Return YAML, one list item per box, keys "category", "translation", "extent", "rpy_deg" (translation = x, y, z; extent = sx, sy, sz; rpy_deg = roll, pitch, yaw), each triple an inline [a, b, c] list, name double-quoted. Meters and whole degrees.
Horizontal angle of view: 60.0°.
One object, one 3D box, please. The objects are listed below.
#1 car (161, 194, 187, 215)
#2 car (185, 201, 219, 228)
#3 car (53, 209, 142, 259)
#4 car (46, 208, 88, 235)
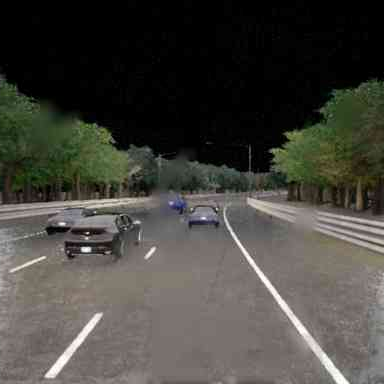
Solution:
- category: "car"
  translation: [-1.776, 1.247, 34.878]
  extent: [2.150, 2.045, 5.566]
  rpy_deg: [0, 0, 5]
- category: "car"
  translation: [0.825, 1.573, 22.430]
  extent: [1.994, 1.385, 4.181]
  rpy_deg: [0, 0, 3]
- category: "car"
  translation: [-3.138, 1.501, 12.511]
  extent: [1.837, 1.490, 4.892]
  rpy_deg: [0, 0, 2]
- category: "car"
  translation: [-6.390, 1.559, 18.600]
  extent: [1.994, 1.385, 4.181]
  rpy_deg: [0, 0, 3]
